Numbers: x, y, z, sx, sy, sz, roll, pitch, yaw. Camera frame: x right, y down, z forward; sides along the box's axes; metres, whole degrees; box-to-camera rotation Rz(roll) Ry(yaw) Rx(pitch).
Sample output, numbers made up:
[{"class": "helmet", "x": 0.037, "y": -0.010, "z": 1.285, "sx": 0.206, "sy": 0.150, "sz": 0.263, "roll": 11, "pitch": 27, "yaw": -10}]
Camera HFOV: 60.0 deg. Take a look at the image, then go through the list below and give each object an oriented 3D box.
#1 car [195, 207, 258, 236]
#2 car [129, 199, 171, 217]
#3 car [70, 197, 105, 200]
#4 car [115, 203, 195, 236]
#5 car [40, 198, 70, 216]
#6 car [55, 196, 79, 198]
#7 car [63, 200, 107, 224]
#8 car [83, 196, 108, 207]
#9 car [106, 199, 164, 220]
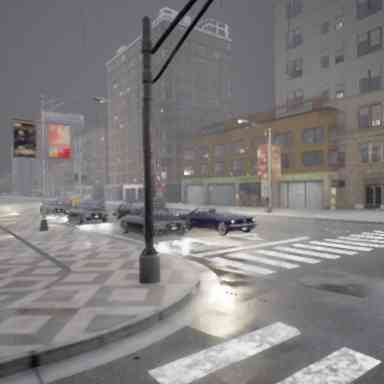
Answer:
[{"class": "car", "x": 1.271, "y": 1.479, "z": 17.906, "sx": 1.895, "sy": 1.301, "sz": 4.718, "roll": -1, "pitch": 0, "yaw": -36}, {"class": "car", "x": -4.017, "y": 1.408, "z": 31.060, "sx": 1.812, "sy": 1.442, "sz": 4.674, "roll": -1, "pitch": 0, "yaw": -36}, {"class": "car", "x": -10.404, "y": 1.504, "z": 33.974, "sx": 2.033, "sy": 1.411, "sz": 5.357, "roll": -1, "pitch": 0, "yaw": -36}, {"class": "car", "x": -1.998, "y": 1.496, "z": 16.876, "sx": 1.994, "sy": 1.385, "sz": 4.181, "roll": -1, "pitch": 0, "yaw": -36}, {"class": "car", "x": -13.732, "y": 1.574, "z": 33.043, "sx": 1.994, "sy": 1.385, "sz": 4.181, "roll": -1, "pitch": 0, "yaw": -35}, {"class": "car", "x": -16.421, "y": 1.338, "z": 42.317, "sx": 2.097, "sy": 1.767, "sz": 4.553, "roll": -1, "pitch": 0, "yaw": -36}, {"class": "car", "x": -7.835, "y": 1.538, "z": 24.915, "sx": 1.994, "sy": 1.385, "sz": 4.181, "roll": -1, "pitch": 0, "yaw": -36}, {"class": "car", "x": -15.011, "y": 1.449, "z": 51.668, "sx": 2.033, "sy": 1.411, "sz": 5.357, "roll": -1, "pitch": 1, "yaw": -36}, {"class": "car", "x": -4.403, "y": 1.467, "z": 25.707, "sx": 2.033, "sy": 1.411, "sz": 5.357, "roll": -1, "pitch": 0, "yaw": -36}]
